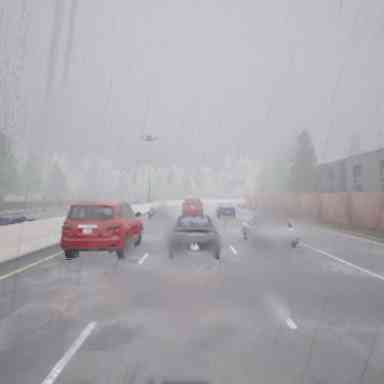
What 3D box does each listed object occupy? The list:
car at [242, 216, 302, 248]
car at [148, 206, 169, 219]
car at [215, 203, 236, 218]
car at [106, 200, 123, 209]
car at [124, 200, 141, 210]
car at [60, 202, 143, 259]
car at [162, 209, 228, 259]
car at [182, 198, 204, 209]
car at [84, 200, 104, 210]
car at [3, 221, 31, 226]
[{"bbox_3d":[3.591,1.815,15.936,1.895,1.301,4.718,0,-1,0],"label":"car"},{"bbox_3d":[-3.420,2.072,35.004,1.895,1.301,4.718,0,-1,0],"label":"car"},{"bbox_3d":[3.579,1.962,36.095,1.882,1.535,5.008,0,-1,0],"label":"car"},{"bbox_3d":[-14.065,2.294,60.447,1.882,1.535,5.008,0,-1,0],"label":"car"},{"bbox_3d":[-10.562,2.295,59.592,2.128,1.511,4.902,0,-1,1],"label":"car"},{"bbox_3d":[-3.413,1.406,13.538,2.150,2.045,5.566,0,-1,0],"label":"car"},{"bbox_3d":[0.091,1.674,13.489,2.128,1.511,4.902,0,-1,0],"label":"car"},{"bbox_3d":[0.080,1.698,35.457,2.150,2.045,5.566,0,-1,0],"label":"car"},{"bbox_3d":[-17.559,2.305,59.979,2.128,1.511,4.902,0,-1,1],"label":"car"},{"bbox_3d":[-10.610,1.852,18.370,1.895,1.301,4.718,0,-1,0],"label":"car"}]
